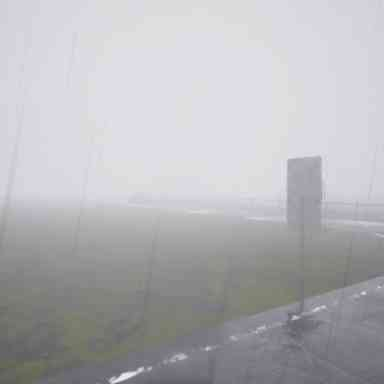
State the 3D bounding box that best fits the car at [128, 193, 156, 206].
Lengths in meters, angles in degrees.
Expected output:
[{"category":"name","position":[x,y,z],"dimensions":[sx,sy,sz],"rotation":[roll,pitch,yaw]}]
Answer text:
[{"category":"car","position":[-6.280,0.851,41.757],"dimensions":[1.882,1.535,5.008],"rotation":[1,1,-36]}]
